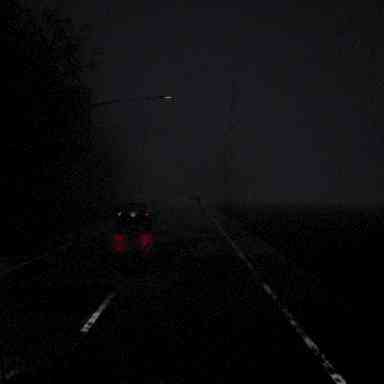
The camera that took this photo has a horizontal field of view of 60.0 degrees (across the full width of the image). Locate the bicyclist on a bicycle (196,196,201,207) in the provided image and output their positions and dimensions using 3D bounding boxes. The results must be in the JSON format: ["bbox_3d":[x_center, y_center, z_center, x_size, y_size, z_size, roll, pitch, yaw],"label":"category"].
[{"bbox_3d":[0.997,1.361,46.962,0.659,1.776,1.843,0,0,0],"label":"bicyclist on a bicycle"}]

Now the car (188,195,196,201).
[{"bbox_3d":[0.058,1.395,82.025,1.812,1.442,4.674,0,0,0],"label":"car"}]

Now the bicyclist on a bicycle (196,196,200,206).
[{"bbox_3d":[1.003,1.442,55.747,0.582,1.620,1.656,0,0,0],"label":"bicyclist on a bicycle"}]

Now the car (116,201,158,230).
[{"bbox_3d":[-3.386,1.347,21.249,2.097,1.767,4.553,0,0,0],"label":"car"}]

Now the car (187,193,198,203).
[{"bbox_3d":[0.053,1.212,71.275,2.150,2.045,5.566,0,0,0],"label":"car"}]
